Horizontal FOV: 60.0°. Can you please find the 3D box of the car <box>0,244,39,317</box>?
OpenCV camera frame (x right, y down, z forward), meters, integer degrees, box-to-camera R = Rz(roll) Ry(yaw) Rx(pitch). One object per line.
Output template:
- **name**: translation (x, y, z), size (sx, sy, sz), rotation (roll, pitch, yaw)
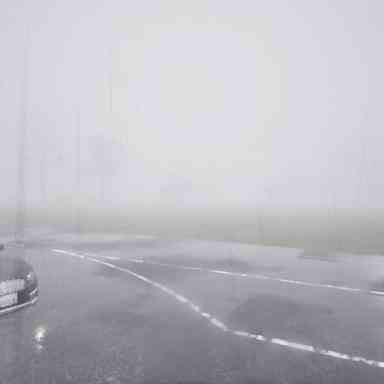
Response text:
- **car**: translation (-5.140, 1.492, 6.594), size (4.902, 1.511, 2.128), rotation (0, 0, 29)
